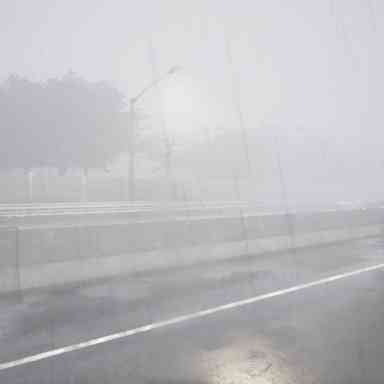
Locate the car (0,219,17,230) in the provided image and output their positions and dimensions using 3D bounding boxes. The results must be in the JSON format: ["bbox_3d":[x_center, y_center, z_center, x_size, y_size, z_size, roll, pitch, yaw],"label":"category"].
[{"bbox_3d":[-8.542,1.548,10.796,5.357,1.411,2.033,0,0,-36],"label":"car"}]

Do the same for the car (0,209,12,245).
[{"bbox_3d":[-10.564,1.547,13.653,5.357,1.411,2.033,0,0,-36],"label":"car"}]

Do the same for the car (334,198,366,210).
[{"bbox_3d":[20.224,1.480,43.095,4.674,1.442,1.812,0,0,-38],"label":"car"}]

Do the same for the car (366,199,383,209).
[{"bbox_3d":[23.835,1.554,42.212,4.718,1.301,1.895,0,0,-35],"label":"car"}]
